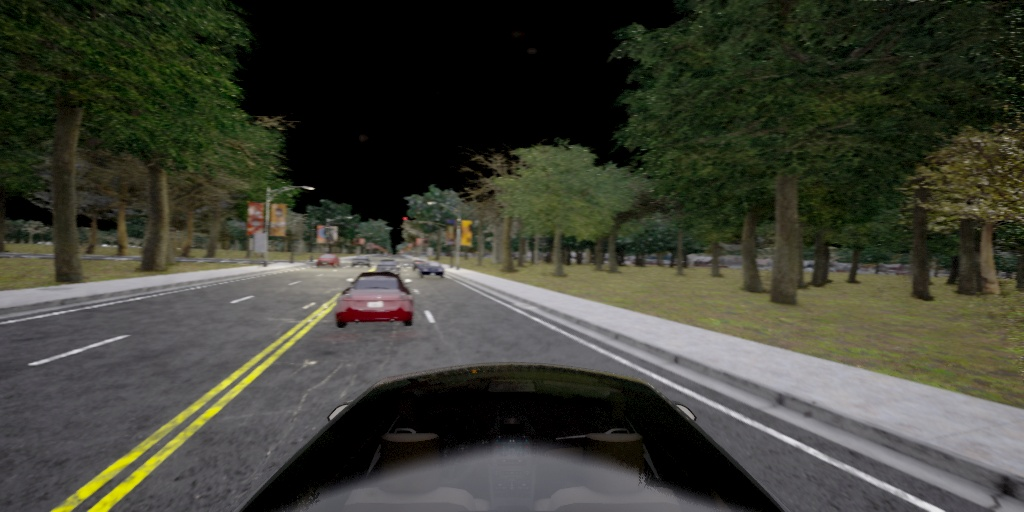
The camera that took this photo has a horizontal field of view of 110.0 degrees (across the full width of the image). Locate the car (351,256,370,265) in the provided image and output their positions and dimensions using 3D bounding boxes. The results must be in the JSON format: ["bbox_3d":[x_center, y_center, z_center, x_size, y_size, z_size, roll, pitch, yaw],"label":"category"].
[{"bbox_3d":[-18.088,0.690,43.219,1.994,1.385,4.181,2,0,-18],"label":"car"}]

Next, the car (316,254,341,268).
[{"bbox_3d":[-20.584,0.486,40.359,1.882,1.535,5.008,2,0,-18],"label":"car"}]

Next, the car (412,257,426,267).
[{"bbox_3d":[-10.051,0.873,39.789,2.128,1.511,4.902,2,0,-17],"label":"car"}]

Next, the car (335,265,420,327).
[{"bbox_3d":[-4.047,1.166,10.919,1.994,1.385,4.181,2,0,-18],"label":"car"}]

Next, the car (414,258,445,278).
[{"bbox_3d":[-6.786,1.099,29.819,1.895,1.301,4.718,2,0,-18],"label":"car"}]

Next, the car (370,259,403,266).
[{"bbox_3d":[-9.350,0.955,27.208,2.033,1.411,5.357,2,0,-18],"label":"car"}]
